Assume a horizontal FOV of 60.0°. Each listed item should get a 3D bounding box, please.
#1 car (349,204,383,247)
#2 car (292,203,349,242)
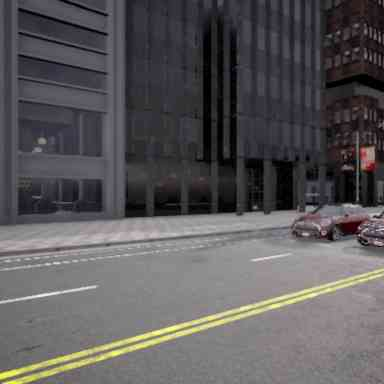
[{"bbox_3d":[8.999,1.381,14.096,4.553,1.767,2.097,0,0,-35],"label":"car"},{"bbox_3d":[7.091,1.381,16.727,4.553,1.767,2.097,0,0,-35],"label":"car"}]
